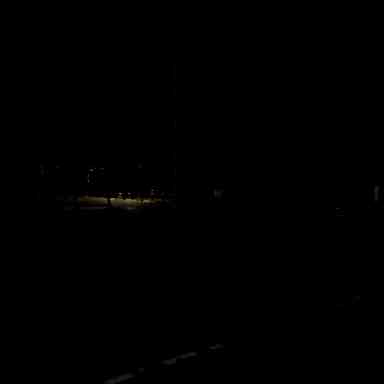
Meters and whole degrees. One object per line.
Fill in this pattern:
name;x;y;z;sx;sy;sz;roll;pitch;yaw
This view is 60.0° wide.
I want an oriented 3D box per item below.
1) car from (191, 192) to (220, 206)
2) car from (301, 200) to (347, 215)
car;1.847;1.011;50.647;2.150;2.045;5.566;1;0;-36
car;13.610;1.527;34.575;1.812;1.442;4.674;1;0;-36
